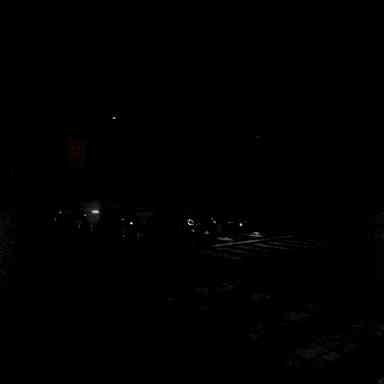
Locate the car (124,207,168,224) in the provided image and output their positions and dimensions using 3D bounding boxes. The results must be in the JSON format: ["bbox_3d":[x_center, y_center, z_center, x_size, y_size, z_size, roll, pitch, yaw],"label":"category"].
[{"bbox_3d":[-4.260,2.082,30.224,1.895,1.301,4.718,0,-1,-36],"label":"car"}]

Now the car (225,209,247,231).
[{"bbox_3d":[1.567,1.801,22.231,1.837,1.490,4.892,0,-1,-36],"label":"car"}]

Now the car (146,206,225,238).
[{"bbox_3d":[-0.536,1.637,19.597,2.097,1.767,4.553,0,-1,-36],"label":"car"}]

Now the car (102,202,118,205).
[{"bbox_3d":[-10.479,2.230,38.764,2.033,1.411,5.357,0,-1,-36],"label":"car"}]

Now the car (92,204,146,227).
[{"bbox_3d":[-6.111,2.009,27.252,2.033,1.411,5.357,0,-1,-35],"label":"car"}]

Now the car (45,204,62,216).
[{"bbox_3d":[-17.771,2.332,43.307,2.128,1.511,4.902,0,-1,-36],"label":"car"}]

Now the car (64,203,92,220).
[{"bbox_3d":[-11.945,2.214,35.266,1.994,1.385,4.181,0,-1,-35],"label":"car"}]
